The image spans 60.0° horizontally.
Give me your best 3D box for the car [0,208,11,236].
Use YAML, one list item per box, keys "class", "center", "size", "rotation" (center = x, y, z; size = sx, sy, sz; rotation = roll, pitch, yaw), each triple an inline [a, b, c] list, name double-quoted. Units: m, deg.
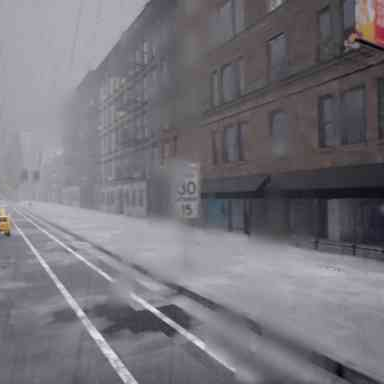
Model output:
- class: "car"
  center: [-11.469, 1.638, 18.931]
  size: [1.882, 1.535, 5.008]
  rotation: [0, 0, -31]
